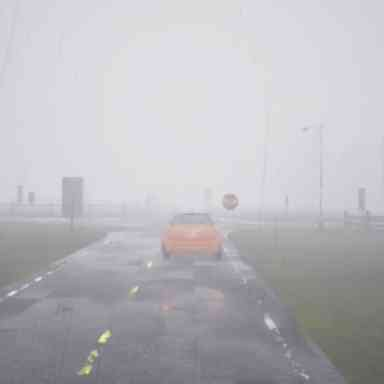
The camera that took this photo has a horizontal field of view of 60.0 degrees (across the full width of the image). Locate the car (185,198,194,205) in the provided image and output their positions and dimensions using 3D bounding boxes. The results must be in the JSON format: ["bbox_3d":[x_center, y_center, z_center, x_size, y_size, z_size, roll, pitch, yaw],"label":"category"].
[{"bbox_3d":[-0.749,2.371,84.318,1.837,1.490,4.892,0,-1,-6],"label":"car"}]

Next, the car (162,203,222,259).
[{"bbox_3d":[0.056,1.494,13.362,2.097,1.767,4.553,0,-1,2],"label":"car"}]

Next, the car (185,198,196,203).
[{"bbox_3d":[-0.072,2.327,73.792,2.033,1.411,5.357,0,-1,-2],"label":"car"}]
